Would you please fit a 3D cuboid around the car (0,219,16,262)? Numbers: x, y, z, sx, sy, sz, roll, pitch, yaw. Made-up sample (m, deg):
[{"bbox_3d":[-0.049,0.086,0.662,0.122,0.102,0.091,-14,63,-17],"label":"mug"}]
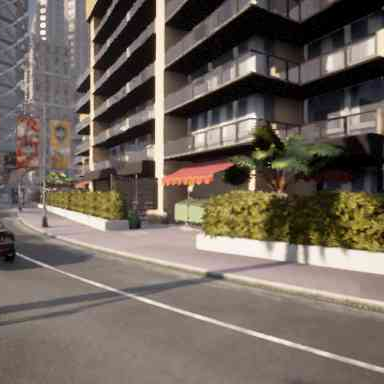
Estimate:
[{"bbox_3d":[-7.444,1.513,11.190,1.837,1.490,4.892,0,0,-43],"label":"car"}]
